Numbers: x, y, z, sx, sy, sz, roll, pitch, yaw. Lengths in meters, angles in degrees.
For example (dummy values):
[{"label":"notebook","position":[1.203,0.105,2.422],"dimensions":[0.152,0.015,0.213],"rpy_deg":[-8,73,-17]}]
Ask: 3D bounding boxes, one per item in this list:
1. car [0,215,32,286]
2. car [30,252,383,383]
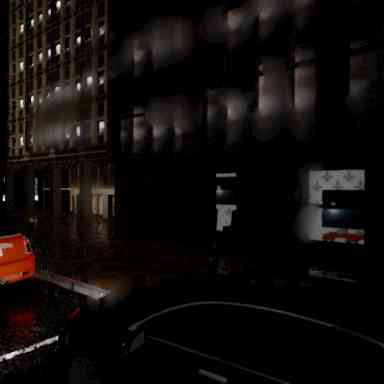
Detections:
[{"label":"car","position":[-5.784,1.187,7.293],"dimensions":[4.553,1.767,2.097],"rpy_deg":[1,1,23]},{"label":"car","position":[0.706,1.480,2.954],"dimensions":[4.892,1.490,1.837],"rpy_deg":[1,1,38]}]
